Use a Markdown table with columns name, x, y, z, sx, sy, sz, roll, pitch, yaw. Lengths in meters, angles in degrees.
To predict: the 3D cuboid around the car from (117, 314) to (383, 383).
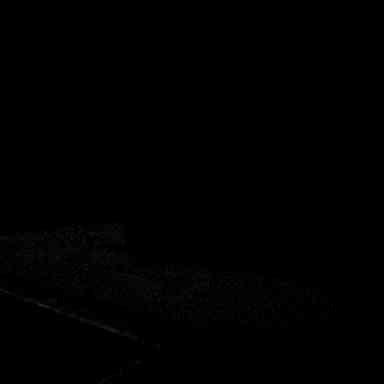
| name | x | y | z | sx | sy | sz | roll | pitch | yaw |
| --- | --- | --- | --- | --- | --- | --- | --- | --- | --- |
| car | 1.340 | 1.566 | 2.123 | 4.313 | 1.339 | 1.947 | 0 | 0 | 35 |
